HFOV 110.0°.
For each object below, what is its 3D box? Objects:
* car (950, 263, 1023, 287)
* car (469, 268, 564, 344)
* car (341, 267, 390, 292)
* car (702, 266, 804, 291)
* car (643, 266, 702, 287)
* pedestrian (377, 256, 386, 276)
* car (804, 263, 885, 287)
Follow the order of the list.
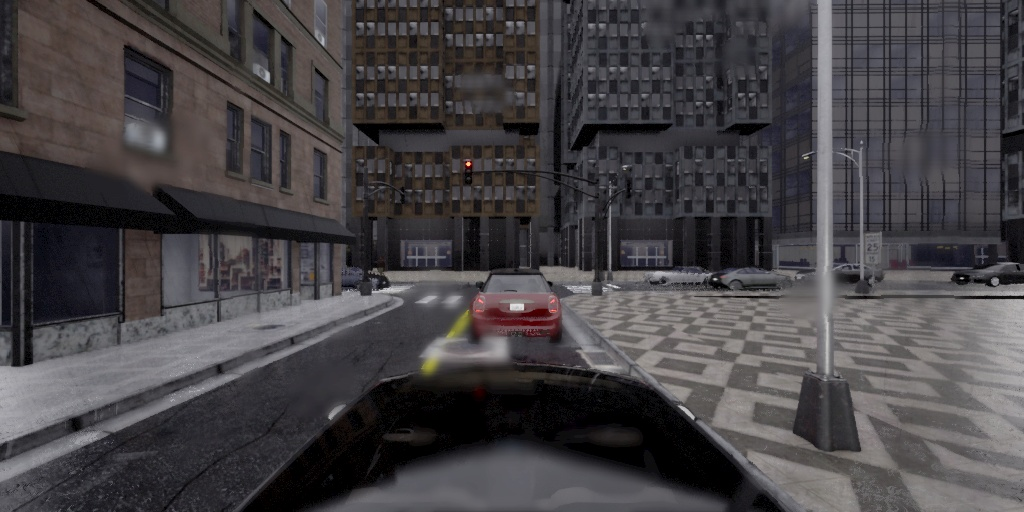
[{"bbox_3d":[31.808,1.208,23.401,4.892,1.490,1.837,0,0,1],"label":"car"},{"bbox_3d":[0.069,1.102,9.723,2.097,1.767,4.553,0,0,-1],"label":"car"},{"bbox_3d":[-9.136,1.323,20.266,4.181,1.385,1.994,0,0,6],"label":"car"},{"bbox_3d":[13.574,1.291,20.412,4.181,1.385,1.994,0,0,1],"label":"car"},{"bbox_3d":[11.195,1.332,23.639,4.718,1.301,1.895,0,0,1],"label":"car"},{"bbox_3d":[-9.837,0.902,26.905,0.375,1.860,0.375,0,0,1],"label":"pedestrian"},{"bbox_3d":[21.388,1.209,23.524,4.902,1.511,2.128,0,0,1],"label":"car"}]
